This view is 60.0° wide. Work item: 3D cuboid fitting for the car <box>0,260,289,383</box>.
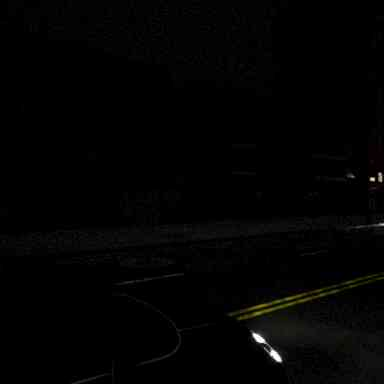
[{"bbox_3d":[-1.323,1.355,2.498,4.553,1.767,2.097,1,0,-35],"label":"car"}]
